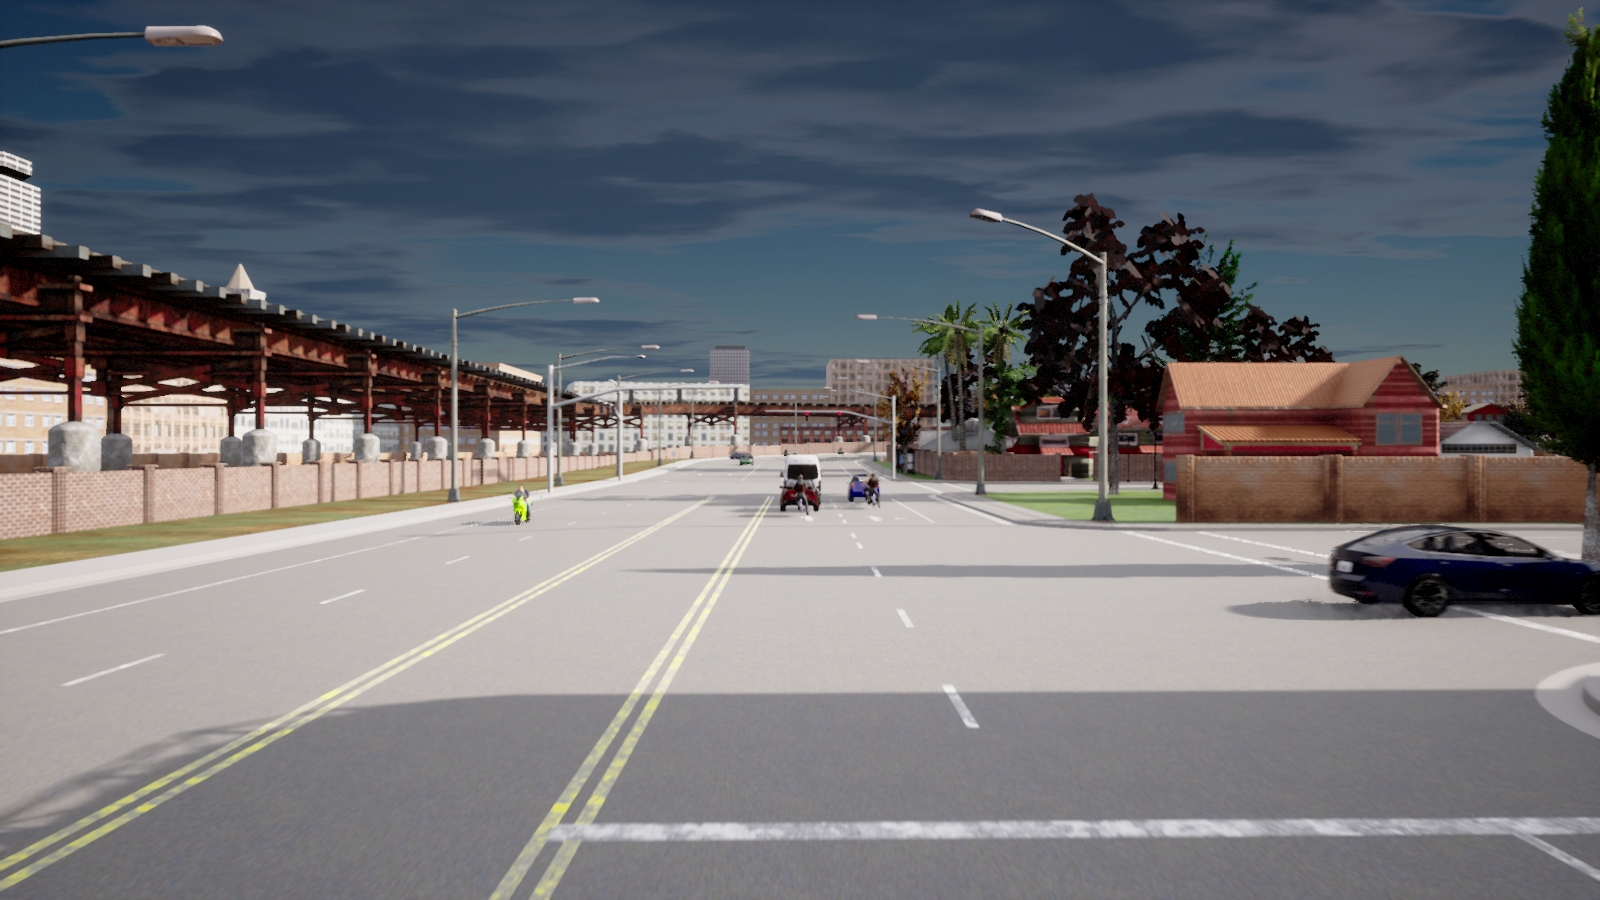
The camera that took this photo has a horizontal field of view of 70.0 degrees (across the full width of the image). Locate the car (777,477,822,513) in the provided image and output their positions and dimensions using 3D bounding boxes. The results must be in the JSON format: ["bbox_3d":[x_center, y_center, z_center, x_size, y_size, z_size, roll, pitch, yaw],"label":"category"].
[{"bbox_3d":[-0.018,2.069,53.667,2.007,1.525,4.514,0,0,0],"label":"car"}]

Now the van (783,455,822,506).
[{"bbox_3d":[0.091,1.568,60.647,1.988,2.561,5.915,0,0,-1],"label":"van"}]

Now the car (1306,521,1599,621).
[{"bbox_3d":[11.759,2.074,20.067,4.792,1.488,2.163,0,0,-4],"label":"car"}]

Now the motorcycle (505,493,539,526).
[{"bbox_3d":[-10.479,2.237,43.138,0.803,1.145,2.033,0,0,0],"label":"motorcycle"}]

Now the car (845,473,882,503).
[{"bbox_3d":[3.490,2.073,62.968,1.845,1.501,3.633,0,0,0],"label":"car"}]

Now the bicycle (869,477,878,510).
[{"bbox_3d":[3.530,2.078,54.744,0.329,1.496,1.835,0,0,0],"label":"bicycle"}]

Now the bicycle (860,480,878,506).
[{"bbox_3d":[3.520,2.178,58.373,0.859,1.301,1.487,0,0,-1],"label":"bicycle"}]

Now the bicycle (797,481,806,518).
[{"bbox_3d":[0.069,2.072,48.461,0.329,1.496,1.835,-1,0,0],"label":"bicycle"}]
